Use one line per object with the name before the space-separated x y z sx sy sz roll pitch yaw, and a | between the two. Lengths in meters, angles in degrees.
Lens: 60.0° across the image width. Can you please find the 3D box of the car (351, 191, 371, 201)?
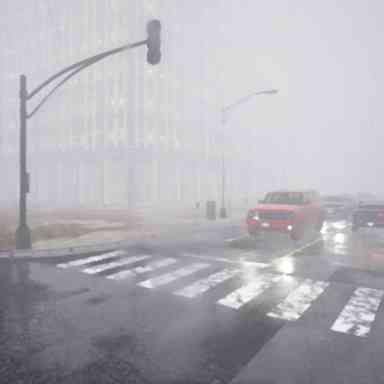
car | 24.659 0.567 48.441 1.887 1.381 4.507 1 2 35

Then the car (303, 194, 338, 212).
car | 11.623 0.967 29.989 1.947 1.339 4.313 1 2 35

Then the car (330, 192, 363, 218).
car | 10.510 0.995 23.938 2.128 1.511 4.902 0 1 35

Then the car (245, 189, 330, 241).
car | 4.481 0.903 15.411 2.150 2.045 5.566 0 1 35

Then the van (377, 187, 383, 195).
van | 40.954 -0.103 71.500 1.690 1.788 3.998 1 2 35

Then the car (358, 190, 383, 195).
car | 18.176 0.827 34.761 2.033 1.411 5.357 0 1 35

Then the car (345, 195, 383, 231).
car | 9.355 1.129 16.789 1.837 1.490 4.892 0 1 35

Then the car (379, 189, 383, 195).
car | 44.212 0.028 76.119 1.947 1.339 4.313 1 2 35

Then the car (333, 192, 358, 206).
car | 18.140 0.777 39.215 1.947 1.339 4.313 1 2 35
